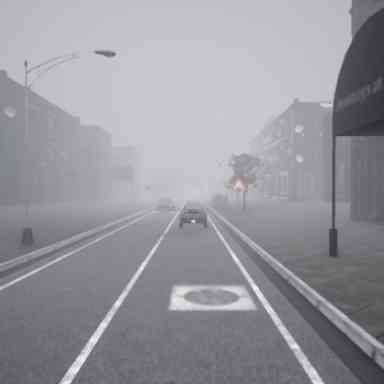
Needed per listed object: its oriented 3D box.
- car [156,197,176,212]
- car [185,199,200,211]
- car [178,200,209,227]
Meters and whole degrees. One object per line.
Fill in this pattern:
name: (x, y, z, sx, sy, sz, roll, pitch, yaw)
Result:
car: (-3.106, 1.398, 39.994, 2.097, 1.767, 4.553, 0, 0, 0)
car: (0.075, 1.643, 42.565, 1.895, 1.301, 4.718, 0, 0, 0)
car: (0.088, 1.559, 23.191, 1.837, 1.490, 4.892, 0, 0, 0)
